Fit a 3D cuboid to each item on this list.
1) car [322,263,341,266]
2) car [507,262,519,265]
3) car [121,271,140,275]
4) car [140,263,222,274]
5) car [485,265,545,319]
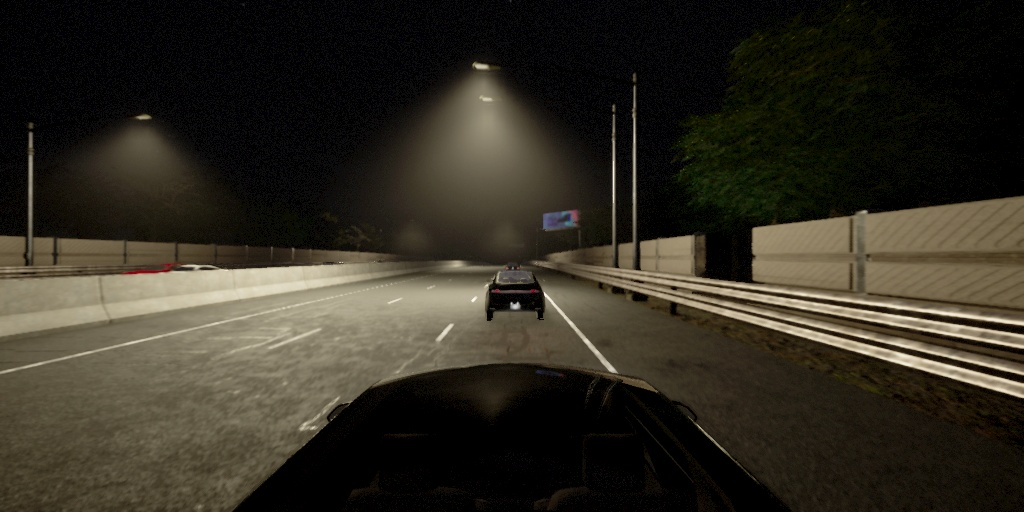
[{"bbox_3d":[-17.598,1.389,34.837,1.994,1.385,4.181,0,0,0],"label":"car"},{"bbox_3d":[0.088,1.402,41.914,2.033,1.411,5.357,0,0,0],"label":"car"},{"bbox_3d":[-24.602,1.270,25.470,1.882,1.535,5.008,0,0,0],"label":"car"},{"bbox_3d":[-21.102,1.312,23.691,1.812,1.442,4.674,0,0,0],"label":"car"},{"bbox_3d":[0.097,1.248,12.735,2.128,1.511,4.902,0,0,0],"label":"car"}]
